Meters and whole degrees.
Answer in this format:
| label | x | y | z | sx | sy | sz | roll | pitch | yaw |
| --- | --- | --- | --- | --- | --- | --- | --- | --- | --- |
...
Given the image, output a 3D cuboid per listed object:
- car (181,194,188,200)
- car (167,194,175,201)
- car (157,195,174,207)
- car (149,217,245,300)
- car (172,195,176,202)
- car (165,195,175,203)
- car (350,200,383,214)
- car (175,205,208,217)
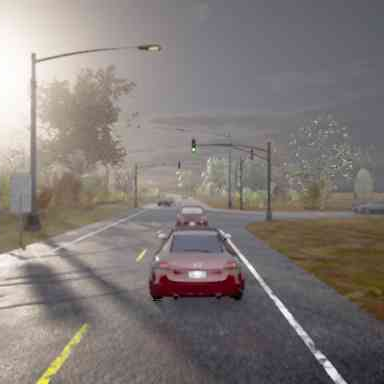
| label | x | y | z | sx | sy | sz | roll | pitch | yaw |
| --- | --- | --- | --- | --- | --- | --- | --- | --- | --- |
| car | -2.056 | 1.405 | 93.632 | 2.128 | 1.511 | 4.902 | 0 | 0 | -3 |
| car | -5.018 | 1.373 | 80.435 | 1.882 | 1.535 | 5.008 | 0 | 0 | -2 |
| car | -4.190 | 1.534 | 50.425 | 1.895 | 1.301 | 4.718 | 0 | 0 | -1 |
| car | 0.077 | 1.552 | 8.393 | 1.994 | 1.385 | 4.181 | 0 | 0 | -1 |
| car | -4.403 | 1.485 | 59.614 | 1.994 | 1.385 | 4.181 | 0 | 0 | -1 |
| car | -4.650 | 1.386 | 69.988 | 1.882 | 1.535 | 5.008 | 0 | 0 | -2 |
| car | 18.656 | 1.529 | 34.278 | 4.181 | 1.385 | 1.994 | 0 | 0 | 1 |
| car | -0.008 | 1.499 | 19.845 | 1.812 | 1.442 | 4.674 | 0 | 0 | -1 |
